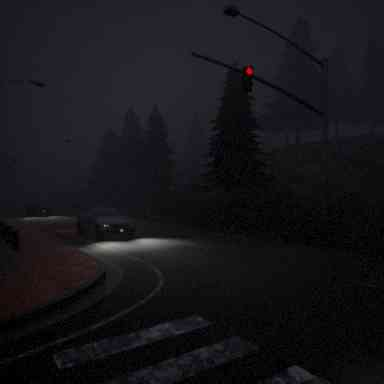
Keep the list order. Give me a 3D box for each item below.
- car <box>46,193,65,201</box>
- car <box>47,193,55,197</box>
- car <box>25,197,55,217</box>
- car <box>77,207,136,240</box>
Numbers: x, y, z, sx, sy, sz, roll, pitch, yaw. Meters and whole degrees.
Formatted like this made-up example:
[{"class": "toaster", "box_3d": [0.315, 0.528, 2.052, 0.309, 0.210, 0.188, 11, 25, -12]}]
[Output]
[{"class": "car", "box_3d": [-31.413, 1.100, 76.498, 3.866, 1.878, 1.905, 0, 0, -36]}, {"class": "car", "box_3d": [-29.631, 1.097, 74.682, 4.605, 1.855, 1.932, 0, 0, -36]}, {"class": "car", "box_3d": [-14.563, 1.501, 31.620, 1.837, 1.490, 4.892, 0, 0, -35]}, {"class": "car", "box_3d": [-4.634, 1.520, 17.435, 1.812, 1.442, 4.674, 0, 0, -35]}]
